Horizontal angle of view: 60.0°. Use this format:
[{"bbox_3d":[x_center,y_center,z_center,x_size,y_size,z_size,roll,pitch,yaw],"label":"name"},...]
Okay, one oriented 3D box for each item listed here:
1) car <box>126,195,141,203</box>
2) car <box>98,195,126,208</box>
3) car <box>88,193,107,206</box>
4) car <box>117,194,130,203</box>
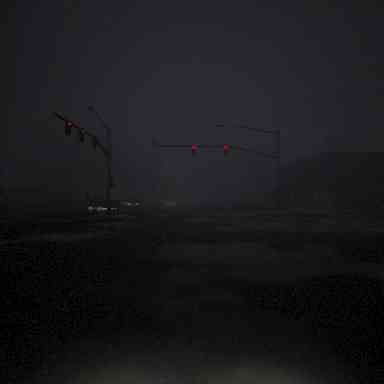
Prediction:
[{"bbox_3d":[-11.483,1.478,67.251,1.882,1.535,5.008,0,1,0],"label":"car"},{"bbox_3d":[-11.583,1.547,48.267,2.033,1.411,5.357,0,0,0],"label":"car"},{"bbox_3d":[-15.073,1.221,53.920,2.150,2.045,5.566,0,0,0],"label":"car"},{"bbox_3d":[-14.975,1.355,72.946,2.097,1.767,4.553,0,0,0],"label":"car"}]
